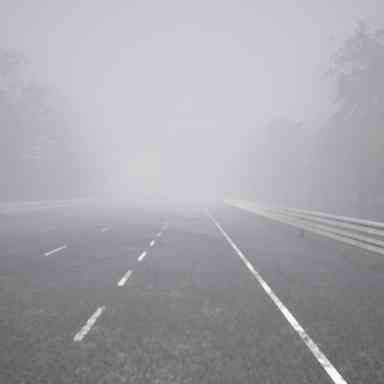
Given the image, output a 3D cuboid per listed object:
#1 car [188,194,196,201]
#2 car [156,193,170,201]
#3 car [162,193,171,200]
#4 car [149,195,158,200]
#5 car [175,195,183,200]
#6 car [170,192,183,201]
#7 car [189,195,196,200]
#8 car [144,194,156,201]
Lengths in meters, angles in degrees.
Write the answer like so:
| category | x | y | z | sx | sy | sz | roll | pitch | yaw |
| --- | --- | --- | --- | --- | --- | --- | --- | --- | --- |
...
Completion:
| category | x | y | z | sx | sy | sz | roll | pitch | yaw |
| --- | --- | --- | --- | --- | --- | --- | --- | --- | --- |
| car | 0.016 | 1.205 | 81.178 | 2.097 | 1.767 | 4.553 | 0 | 0 | 0 |
| car | -6.984 | 1.373 | 81.210 | 1.812 | 1.442 | 4.674 | 0 | 0 | 0 |
| car | -6.982 | 1.174 | 91.252 | 2.150 | 2.045 | 5.566 | 0 | 0 | 0 |
| car | -10.482 | 1.544 | 91.252 | 1.895 | 1.301 | 4.718 | 0 | 0 | 0 |
| car | -3.482 | 1.474 | 91.221 | 2.128 | 1.511 | 4.902 | 0 | 0 | 0 |
| car | -3.483 | 1.074 | 80.823 | 2.150 | 2.045 | 5.566 | 0 | 0 | 0 |
| car | 0.018 | 1.449 | 91.221 | 1.837 | 1.490 | 4.892 | 0 | 0 | 0 |
| car | -10.484 | 1.349 | 80.794 | 1.837 | 1.490 | 4.892 | 0 | 0 | 0 |
